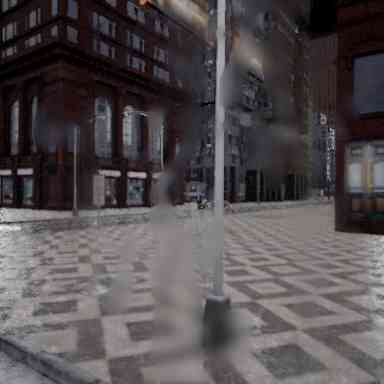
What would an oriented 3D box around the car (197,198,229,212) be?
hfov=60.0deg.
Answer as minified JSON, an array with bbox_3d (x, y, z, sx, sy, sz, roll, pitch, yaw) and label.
[{"bbox_3d":[2.529,1.470,38.887,1.882,1.535,5.008,1,0,36],"label":"car"}]
